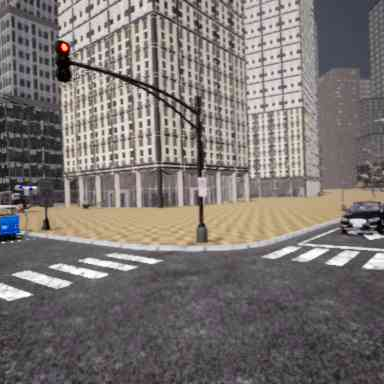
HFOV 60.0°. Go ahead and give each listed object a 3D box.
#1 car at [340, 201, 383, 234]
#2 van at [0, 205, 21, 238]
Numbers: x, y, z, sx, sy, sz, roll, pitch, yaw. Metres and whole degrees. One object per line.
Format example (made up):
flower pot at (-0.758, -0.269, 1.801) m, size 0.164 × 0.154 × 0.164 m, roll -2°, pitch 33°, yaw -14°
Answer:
car at (9.167, 1.237, 17.354) m, size 2.128 × 1.511 × 4.902 m, roll -2°, pitch 0°, yaw 38°
van at (-10.793, 1.593, 17.849) m, size 3.998 × 1.788 × 1.690 m, roll -2°, pitch 0°, yaw 39°
